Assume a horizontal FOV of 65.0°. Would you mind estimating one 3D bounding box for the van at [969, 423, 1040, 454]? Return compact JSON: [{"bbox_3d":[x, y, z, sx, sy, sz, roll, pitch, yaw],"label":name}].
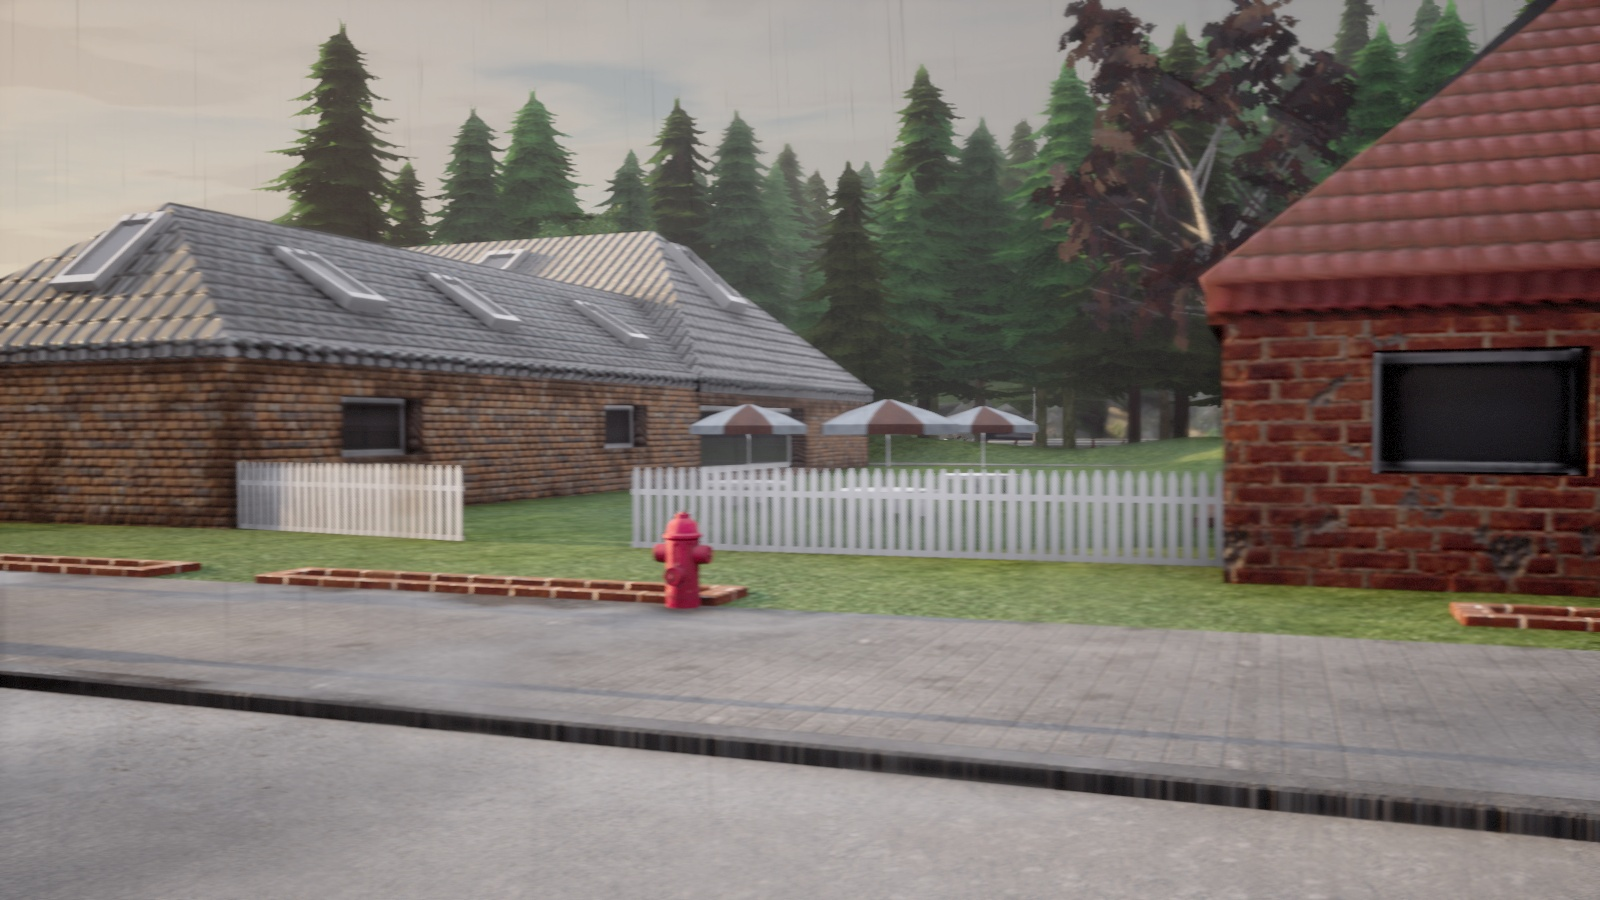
[{"bbox_3d":[14.066,-0.808,86.219,4.480,2.038,2.069,0,1,20],"label":"van"}]
